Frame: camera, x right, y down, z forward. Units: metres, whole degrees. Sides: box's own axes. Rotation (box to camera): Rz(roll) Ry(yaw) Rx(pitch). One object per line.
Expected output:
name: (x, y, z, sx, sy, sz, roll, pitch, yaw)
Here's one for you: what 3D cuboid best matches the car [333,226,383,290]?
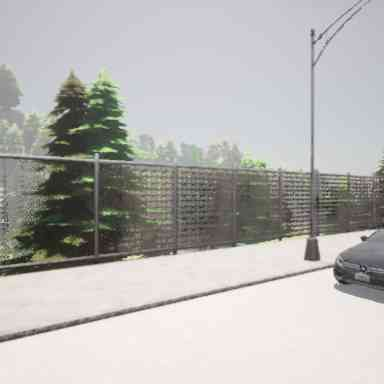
car: (5.513, 1.554, 8.413, 4.674, 1.442, 1.812, 0, 0, -35)
